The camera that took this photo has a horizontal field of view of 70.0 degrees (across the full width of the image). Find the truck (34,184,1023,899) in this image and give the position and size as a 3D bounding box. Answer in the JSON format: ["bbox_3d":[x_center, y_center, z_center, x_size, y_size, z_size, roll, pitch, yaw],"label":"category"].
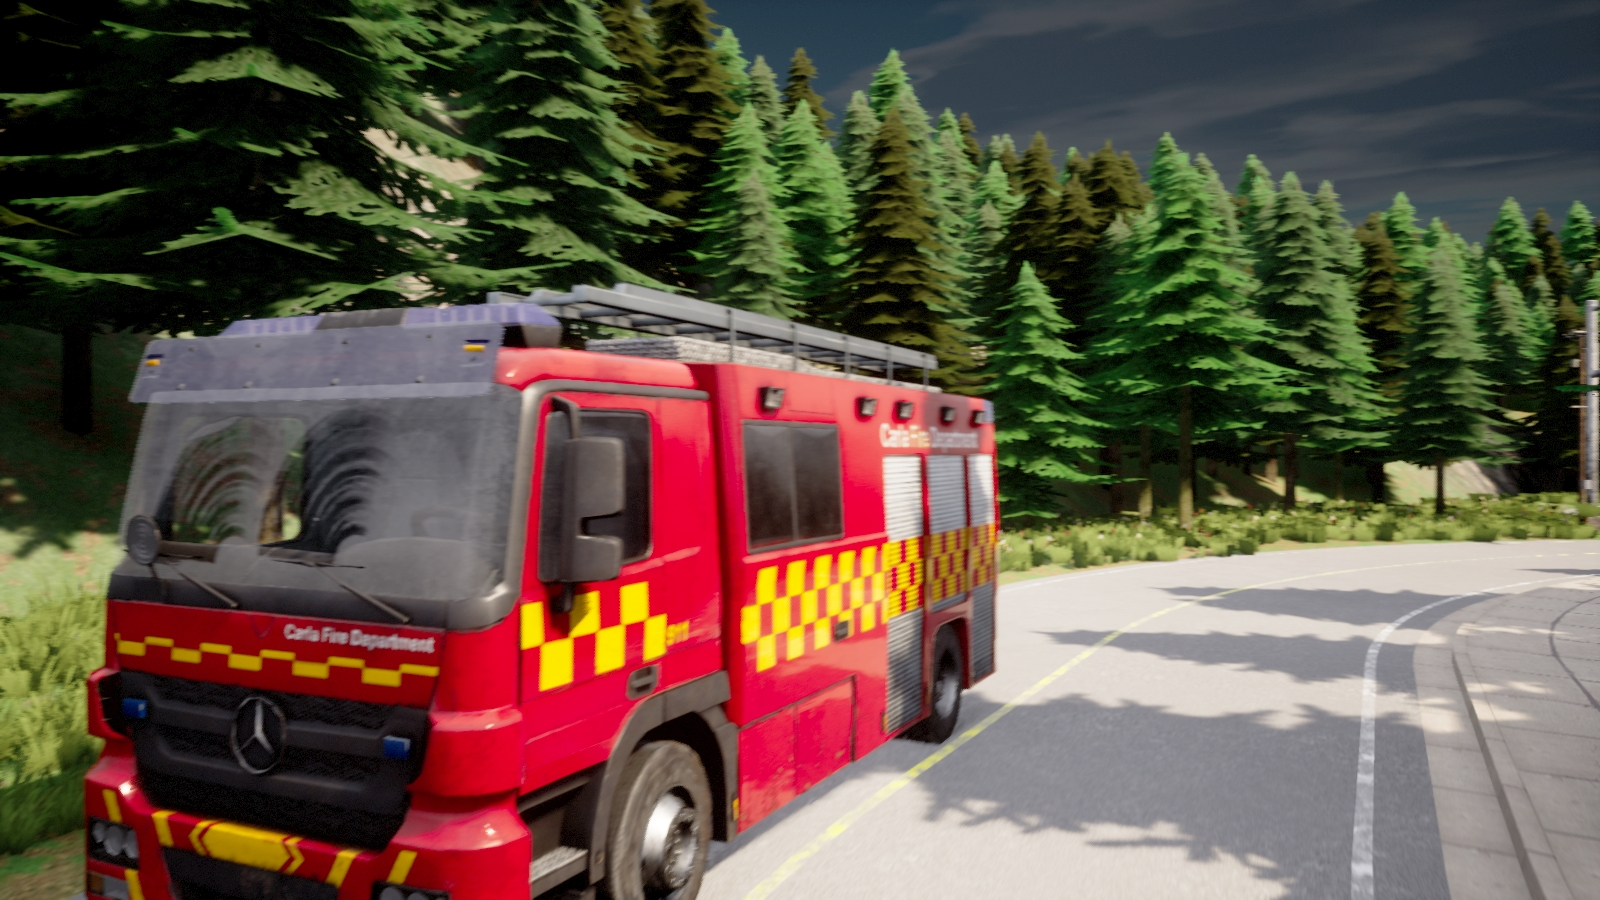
[{"bbox_3d":[-0.744,0.861,8.974,2.891,3.827,8.468,0,0,25],"label":"truck"}]
